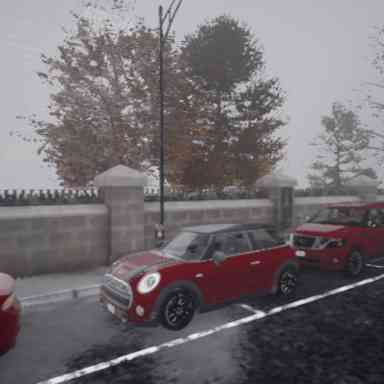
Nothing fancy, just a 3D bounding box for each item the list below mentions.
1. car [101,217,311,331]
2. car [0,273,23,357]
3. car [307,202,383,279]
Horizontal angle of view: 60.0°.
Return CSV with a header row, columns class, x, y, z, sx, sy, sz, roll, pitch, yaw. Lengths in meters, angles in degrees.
class,x,y,z,sx,sy,sz,roll,pitch,yaw
car,0.267,1.411,6.748,4.097,1.590,1.967,-1,0,-35
car,-4.315,1.556,3.481,4.507,1.381,1.887,-1,0,-35
car,4.850,1.247,10.018,5.009,1.841,2.192,0,0,-35
